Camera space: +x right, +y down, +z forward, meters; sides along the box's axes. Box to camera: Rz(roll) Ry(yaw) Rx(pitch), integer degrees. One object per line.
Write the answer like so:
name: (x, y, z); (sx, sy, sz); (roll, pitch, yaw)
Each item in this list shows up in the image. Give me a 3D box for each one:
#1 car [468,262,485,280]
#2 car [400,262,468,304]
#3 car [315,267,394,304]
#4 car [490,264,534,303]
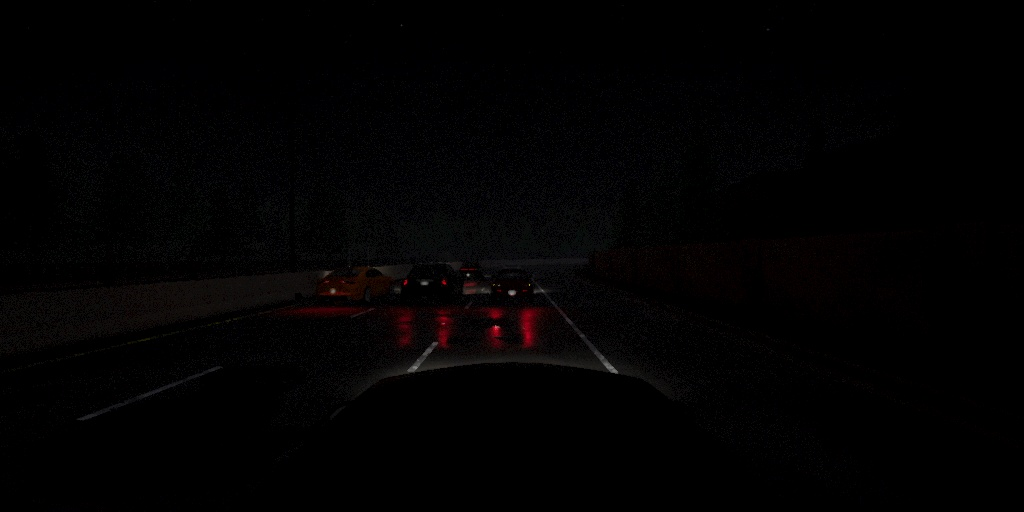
car: (-3.473, 1.266, 31.287); (1.837, 1.490, 4.892); (0, 0, 1)
car: (-3.500, 1.116, 16.470); (2.097, 1.767, 4.553); (0, 0, 0)
car: (-7.000, 1.235, 16.500); (1.882, 1.535, 5.008); (0, 0, 0)
car: (0.000, 1.283, 16.500); (1.812, 1.442, 4.674); (0, 0, 0)
